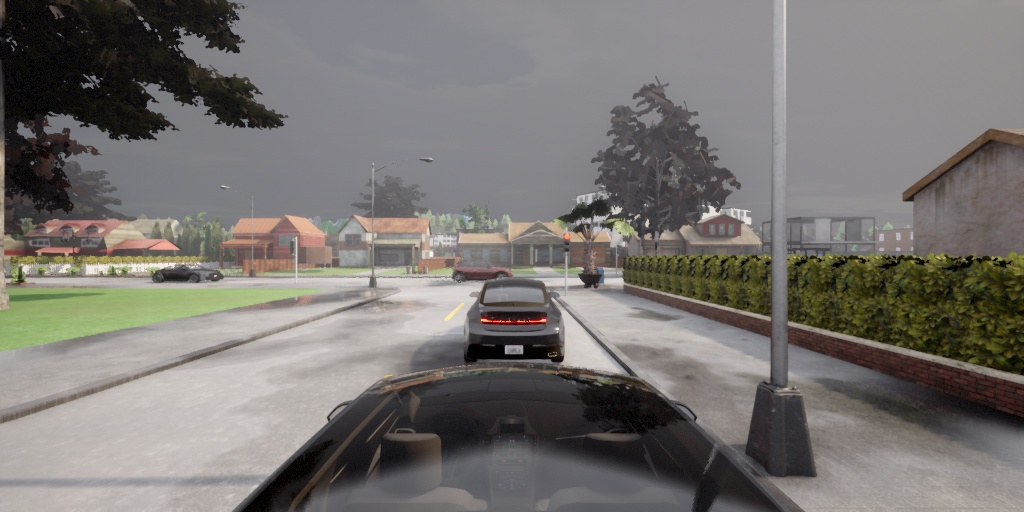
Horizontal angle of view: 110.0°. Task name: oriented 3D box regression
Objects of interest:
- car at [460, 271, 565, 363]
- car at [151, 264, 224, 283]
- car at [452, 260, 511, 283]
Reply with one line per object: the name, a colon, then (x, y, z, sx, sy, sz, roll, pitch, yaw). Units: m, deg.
car: (0.055, 1.255, 8.167, 1.837, 1.490, 4.892, 0, 0, 1)
car: (-24.180, 1.314, 26.815, 4.181, 1.385, 1.994, 0, 0, 0)
car: (-2.146, 1.102, 26.836, 4.553, 1.767, 2.097, 0, 0, 0)
